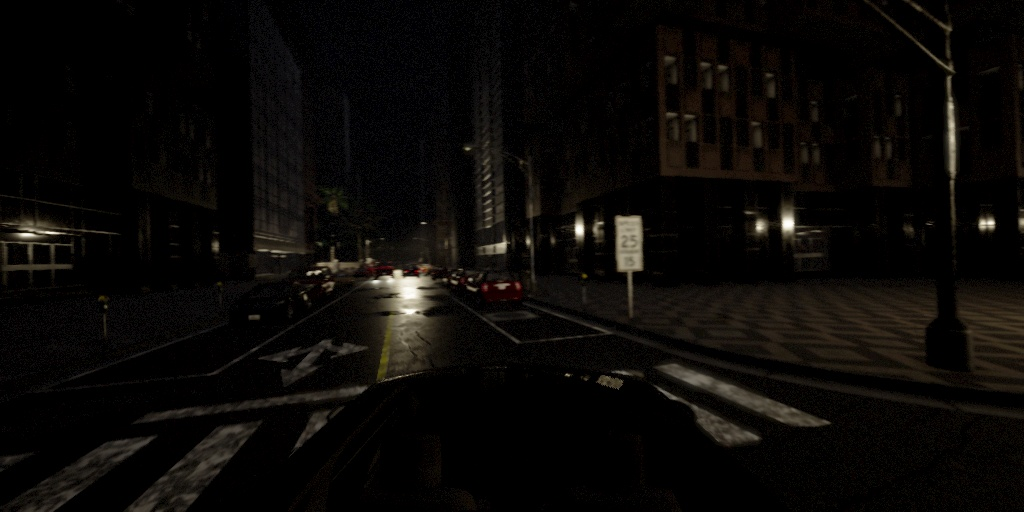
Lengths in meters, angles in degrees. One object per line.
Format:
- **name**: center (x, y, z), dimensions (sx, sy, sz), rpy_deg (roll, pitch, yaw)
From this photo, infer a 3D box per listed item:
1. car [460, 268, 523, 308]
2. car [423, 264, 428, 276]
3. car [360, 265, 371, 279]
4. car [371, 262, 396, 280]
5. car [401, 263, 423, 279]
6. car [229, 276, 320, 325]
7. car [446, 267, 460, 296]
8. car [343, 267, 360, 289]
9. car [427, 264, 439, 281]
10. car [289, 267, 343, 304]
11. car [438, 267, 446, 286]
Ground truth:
- **car**: center (-0.946, 1.333, 16.361), dimensions (1.967, 1.591, 4.097), rpy_deg (0, 0, -17)
- **car**: center (-10.630, 1.929, 47.610), dimensions (1.751, 1.417, 4.829), rpy_deg (0, 0, -17)
- **car**: center (-18.723, 2.200, 44.931), dimensions (1.802, 1.307, 4.207), rpy_deg (0, 0, -17)
- **car**: center (-15.453, 1.735, 43.624), dimensions (2.150, 2.045, 5.566), rpy_deg (-2, 0, -17)
- **car**: center (-12.013, 1.934, 42.800), dimensions (1.812, 1.442, 4.674), rpy_deg (-2, 0, -17)
- **car**: center (-9.086, 1.673, 13.837), dimensions (1.948, 1.339, 4.313), rpy_deg (0, 0, -17)
- **car**: center (-2.552, 1.417, 21.542), dimensions (1.967, 1.591, 4.097), rpy_deg (0, 0, -17)
- **car**: center (-13.854, 1.886, 29.222), dimensions (1.751, 1.417, 4.829), rpy_deg (0, 0, -17)
- **car**: center (-7.369, 1.777, 37.085), dimensions (1.888, 1.381, 4.507), rpy_deg (0, 0, -17)
- **car**: center (-10.693, 1.506, 19.020), dimensions (2.192, 1.841, 5.009), rpy_deg (0, 0, -17)
- **car**: center (-4.157, 1.644, 26.723), dimensions (1.802, 1.307, 4.207), rpy_deg (0, 0, -17)
